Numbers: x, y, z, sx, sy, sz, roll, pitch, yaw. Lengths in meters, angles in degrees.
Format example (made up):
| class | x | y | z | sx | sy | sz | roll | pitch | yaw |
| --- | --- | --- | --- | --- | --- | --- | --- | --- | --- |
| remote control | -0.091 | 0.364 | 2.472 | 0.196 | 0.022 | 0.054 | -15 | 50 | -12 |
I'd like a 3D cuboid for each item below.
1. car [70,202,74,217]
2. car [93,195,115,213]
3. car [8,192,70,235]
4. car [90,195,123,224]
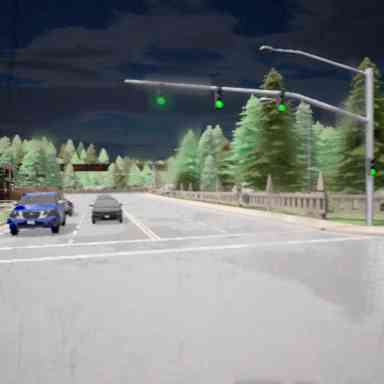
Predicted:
| class | x | y | z | sx | sy | sz | roll | pitch | yaw |
| --- | --- | --- | --- | --- | --- | --- | --- | --- | --- |
| car | -10.752 | 1.247 | 27.081 | 1.994 | 1.385 | 4.181 | -1 | 1 | -16 |
| car | -8.525 | 1.069 | 32.128 | 1.837 | 1.490 | 4.892 | -1 | 1 | -15 |
| car | -8.180 | 1.022 | 18.038 | 2.150 | 2.045 | 5.566 | -1 | 1 | -16 |
| car | -5.748 | 1.170 | 22.344 | 1.882 | 1.535 | 5.008 | -1 | 1 | -15 |
